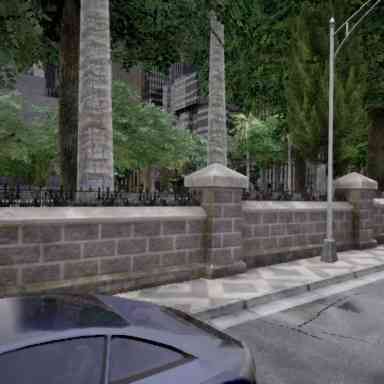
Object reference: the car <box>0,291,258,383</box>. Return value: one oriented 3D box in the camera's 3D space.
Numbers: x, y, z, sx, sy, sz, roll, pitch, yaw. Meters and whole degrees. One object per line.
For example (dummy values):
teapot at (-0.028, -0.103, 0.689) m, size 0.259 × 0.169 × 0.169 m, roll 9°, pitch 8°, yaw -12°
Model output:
car at (-1.440, 1.564, 2.354) m, size 4.181 × 1.385 × 1.994 m, roll 0°, pitch 0°, yaw -35°
